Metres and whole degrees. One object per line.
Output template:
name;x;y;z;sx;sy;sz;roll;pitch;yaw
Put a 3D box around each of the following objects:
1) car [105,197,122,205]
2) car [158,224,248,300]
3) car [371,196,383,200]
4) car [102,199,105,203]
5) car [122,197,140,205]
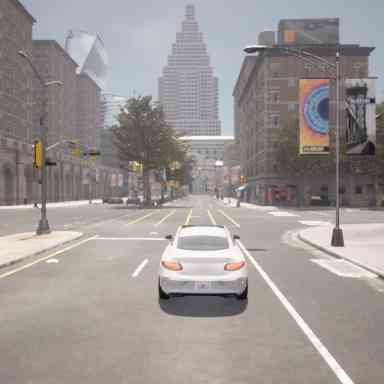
car;-13.694;1.563;60.082;1.994;1.385;4.181;0;0;2
car;0.266;1.526;8.303;1.812;1.442;4.674;0;0;2
car;36.007;1.481;67.556;2.231;1.521;4.892;0;0;1
car;-16.705;1.595;67.376;1.895;1.301;4.718;0;0;1
car;-10.251;1.564;57.921;1.994;1.385;4.181;0;0;1
